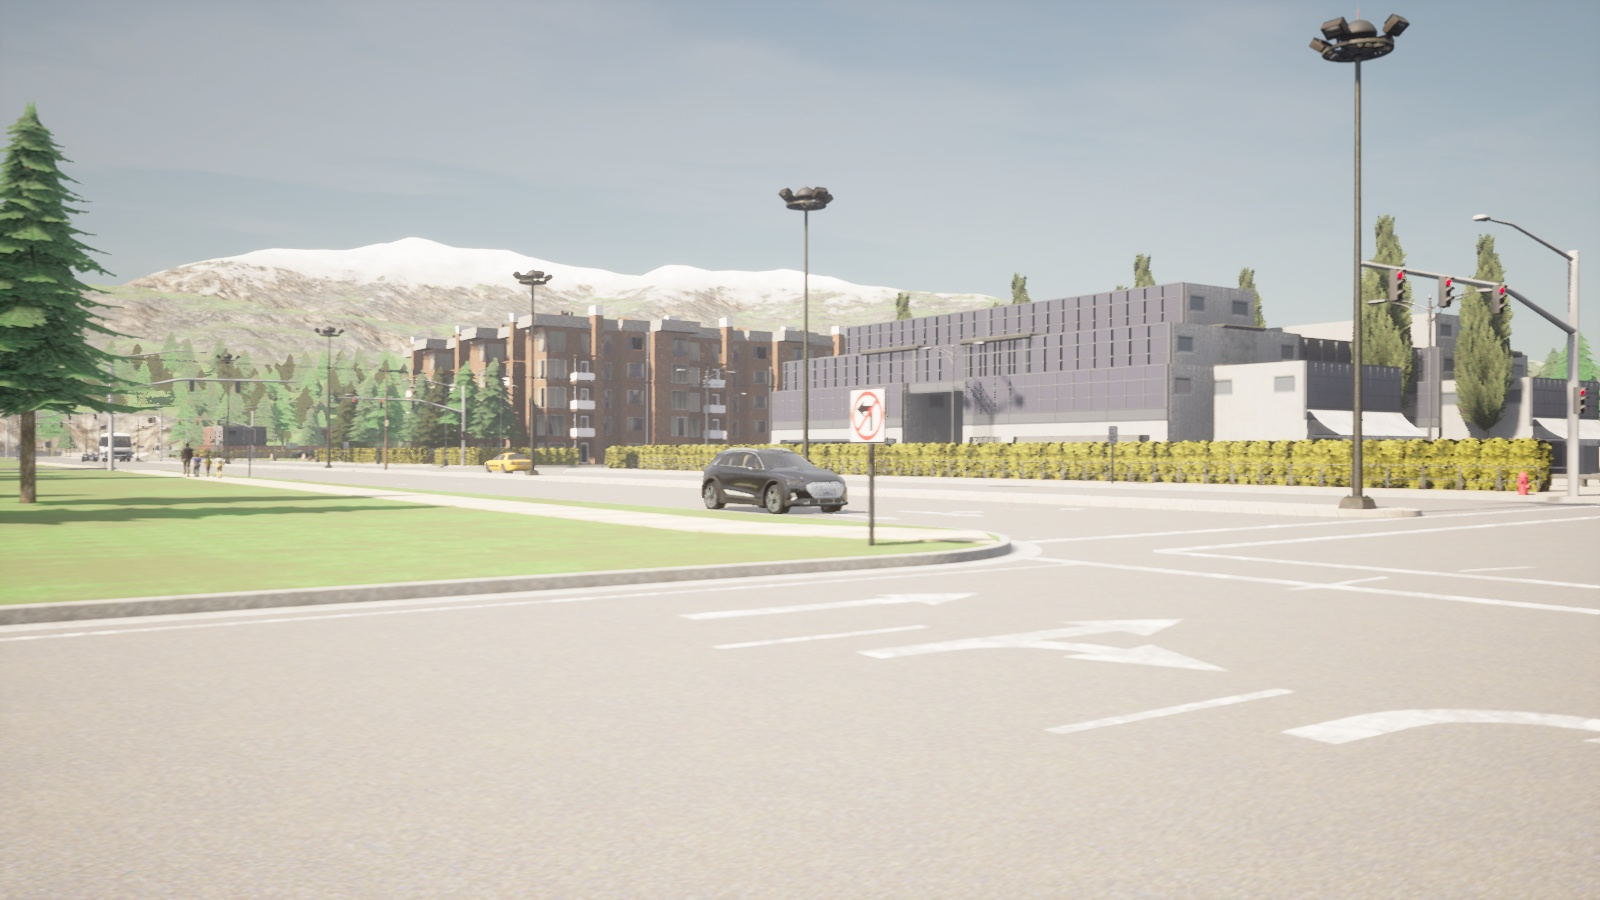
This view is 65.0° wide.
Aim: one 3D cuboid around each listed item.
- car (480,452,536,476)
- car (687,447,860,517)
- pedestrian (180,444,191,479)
[{"bbox_3d":[-19.750,0.934,84.890,1.801,1.575,5.366,0,0,-35],"label":"car"},{"bbox_3d":[-0.766,0.754,32.096,2.033,1.649,4.856,0,0,-36],"label":"car"},{"bbox_3d":[-32.804,0.617,67.027,0.431,1.840,0.703,0,0,-34],"label":"pedestrian"}]
